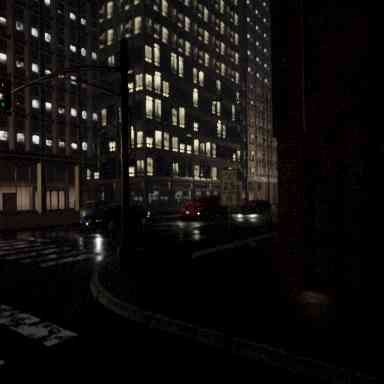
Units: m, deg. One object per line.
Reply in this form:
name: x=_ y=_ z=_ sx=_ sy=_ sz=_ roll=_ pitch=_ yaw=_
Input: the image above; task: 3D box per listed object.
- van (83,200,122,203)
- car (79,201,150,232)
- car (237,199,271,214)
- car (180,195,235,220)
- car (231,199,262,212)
van: x=-5.991 y=1.456 z=23.467 sx=1.690 sy=1.788 sz=3.998 roll=-2 pitch=-1 yaw=36
car: x=-4.644 y=1.568 z=20.934 sx=1.837 sy=1.490 sz=4.892 roll=-1 pitch=-1 yaw=33
car: x=7.250 y=1.580 z=37.486 sx=1.882 sy=1.535 sz=5.008 roll=-1 pitch=-1 yaw=36
car: x=1.245 y=1.304 z=29.123 sx=2.150 sy=2.045 sz=5.566 roll=-1 pitch=-1 yaw=36
car: x=6.841 y=1.685 z=41.379 sx=1.752 sy=1.417 sz=4.829 roll=-2 pitch=-1 yaw=36
